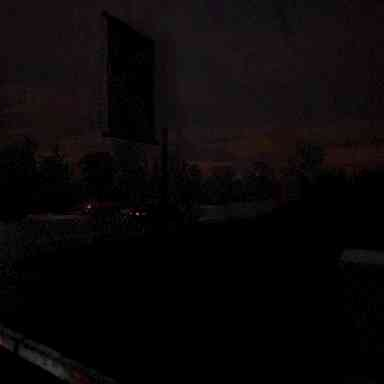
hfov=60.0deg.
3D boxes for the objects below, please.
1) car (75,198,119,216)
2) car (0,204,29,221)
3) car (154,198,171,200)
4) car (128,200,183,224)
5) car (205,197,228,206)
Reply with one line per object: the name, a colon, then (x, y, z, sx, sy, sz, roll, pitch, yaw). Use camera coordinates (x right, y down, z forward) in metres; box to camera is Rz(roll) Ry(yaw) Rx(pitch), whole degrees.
car: (-9.572, 1.381, 33.755, 2.097, 1.767, 4.553, 0, 0, 32)
car: (-15.032, 1.629, 25.138, 1.895, 1.301, 4.718, 0, 0, 33)
car: (-3.995, 1.508, 42.563, 1.882, 1.535, 5.008, 0, 0, 32)
car: (-2.431, 1.565, 25.135, 2.033, 1.411, 5.357, 0, 0, 33)
car: (4.190, 1.610, 55.325, 2.033, 1.411, 5.357, 0, 0, 32)
